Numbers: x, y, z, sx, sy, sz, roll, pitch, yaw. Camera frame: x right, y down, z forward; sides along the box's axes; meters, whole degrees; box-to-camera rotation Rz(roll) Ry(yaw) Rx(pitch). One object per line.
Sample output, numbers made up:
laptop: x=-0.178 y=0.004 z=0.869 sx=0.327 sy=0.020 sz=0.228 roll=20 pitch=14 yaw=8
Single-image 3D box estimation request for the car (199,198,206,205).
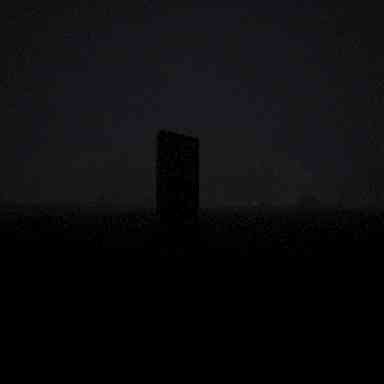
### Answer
car: x=1.380 y=2.220 z=76.940 sx=1.837 sy=1.490 sz=4.892 roll=1 pitch=0 yaw=36
